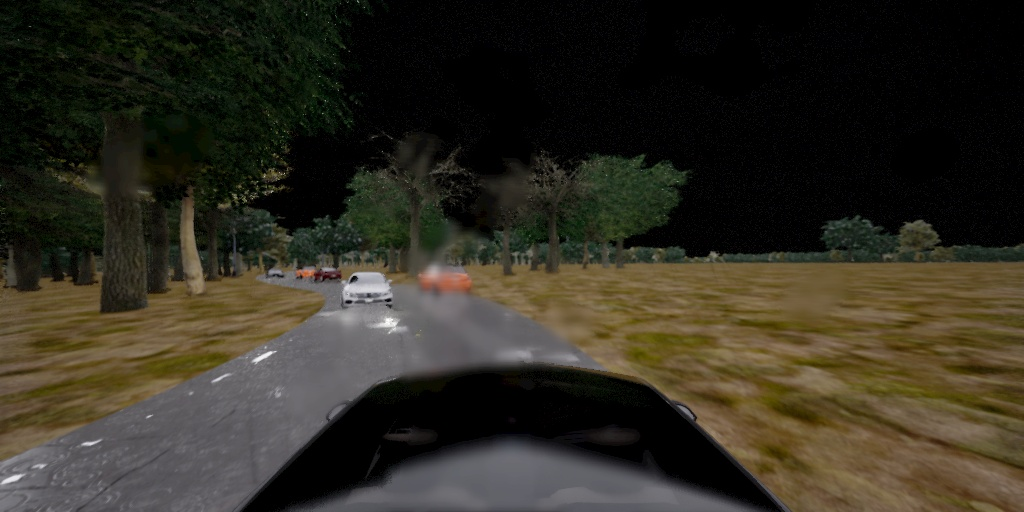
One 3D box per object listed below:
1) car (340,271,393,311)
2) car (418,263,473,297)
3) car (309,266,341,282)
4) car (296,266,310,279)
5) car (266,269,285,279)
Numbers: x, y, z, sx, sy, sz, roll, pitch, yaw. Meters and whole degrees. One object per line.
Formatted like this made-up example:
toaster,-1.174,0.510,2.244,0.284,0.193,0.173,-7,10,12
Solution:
car,-6.206,1.396,15.396,1.812,1.442,4.674,0,-1,-24
car,-3.965,1.279,20.820,2.097,1.767,4.553,0,-1,-28
car,-20.304,1.974,39.377,1.882,1.535,5.008,0,-2,-42
car,-26.974,2.102,47.228,2.097,1.767,4.553,0,-2,-39
car,-32.614,2.434,49.341,1.994,1.385,4.181,0,-1,-37
